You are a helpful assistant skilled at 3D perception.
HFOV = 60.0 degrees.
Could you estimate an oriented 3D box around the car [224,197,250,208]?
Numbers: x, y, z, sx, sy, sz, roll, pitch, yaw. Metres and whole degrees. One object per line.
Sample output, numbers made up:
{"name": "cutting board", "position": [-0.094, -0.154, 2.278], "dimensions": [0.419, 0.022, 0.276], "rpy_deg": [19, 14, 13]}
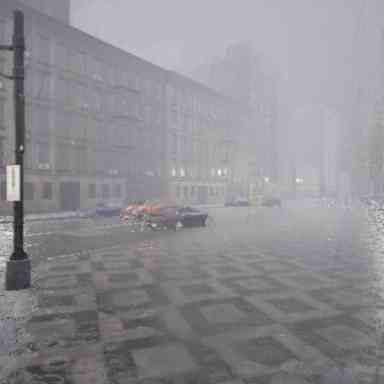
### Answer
{"name": "car", "position": [6.331, 1.424, 46.270], "dimensions": [1.882, 1.535, 5.008], "rpy_deg": [0, 0, 36]}

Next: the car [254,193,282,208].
{"name": "car", "position": [10.775, 1.171, 46.836], "dimensions": [2.150, 2.045, 5.566], "rpy_deg": [0, 0, 36]}

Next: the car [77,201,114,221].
{"name": "car", "position": [-7.213, 1.496, 27.488], "dimensions": [1.812, 1.442, 4.674], "rpy_deg": [0, 0, 36]}

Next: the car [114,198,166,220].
{"name": "car", "position": [-3.663, 1.320, 26.858], "dimensions": [2.097, 1.767, 4.553], "rpy_deg": [0, 0, 36]}

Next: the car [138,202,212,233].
{"name": "car", "position": [-0.636, 1.517, 19.763], "dimensions": [1.837, 1.490, 4.892], "rpy_deg": [0, 0, 36]}
